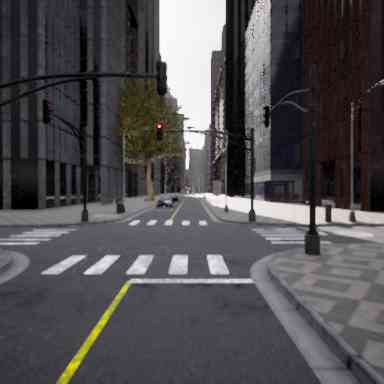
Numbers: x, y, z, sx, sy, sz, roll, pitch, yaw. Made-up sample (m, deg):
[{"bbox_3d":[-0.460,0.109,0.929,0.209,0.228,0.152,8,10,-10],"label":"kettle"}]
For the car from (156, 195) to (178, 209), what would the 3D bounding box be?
[{"bbox_3d":[-3.066,1.211,39.070,2.033,1.411,5.357,0,1,0],"label":"car"}]

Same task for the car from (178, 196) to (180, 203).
[{"bbox_3d":[-3.092,1.092,56.202,1.895,1.301,4.718,0,1,0],"label":"car"}]
